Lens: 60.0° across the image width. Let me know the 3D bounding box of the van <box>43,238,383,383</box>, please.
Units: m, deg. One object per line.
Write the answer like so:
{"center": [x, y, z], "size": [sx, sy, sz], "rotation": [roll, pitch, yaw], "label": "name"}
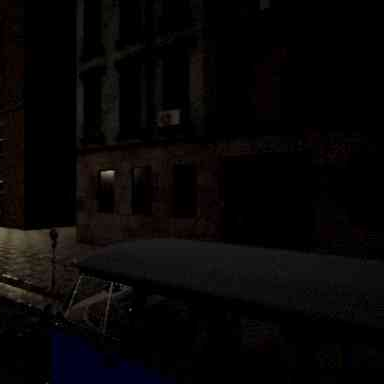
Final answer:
{"center": [0.606, 1.341, 2.377], "size": [3.998, 1.788, 1.690], "rotation": [0, 0, 35], "label": "van"}
